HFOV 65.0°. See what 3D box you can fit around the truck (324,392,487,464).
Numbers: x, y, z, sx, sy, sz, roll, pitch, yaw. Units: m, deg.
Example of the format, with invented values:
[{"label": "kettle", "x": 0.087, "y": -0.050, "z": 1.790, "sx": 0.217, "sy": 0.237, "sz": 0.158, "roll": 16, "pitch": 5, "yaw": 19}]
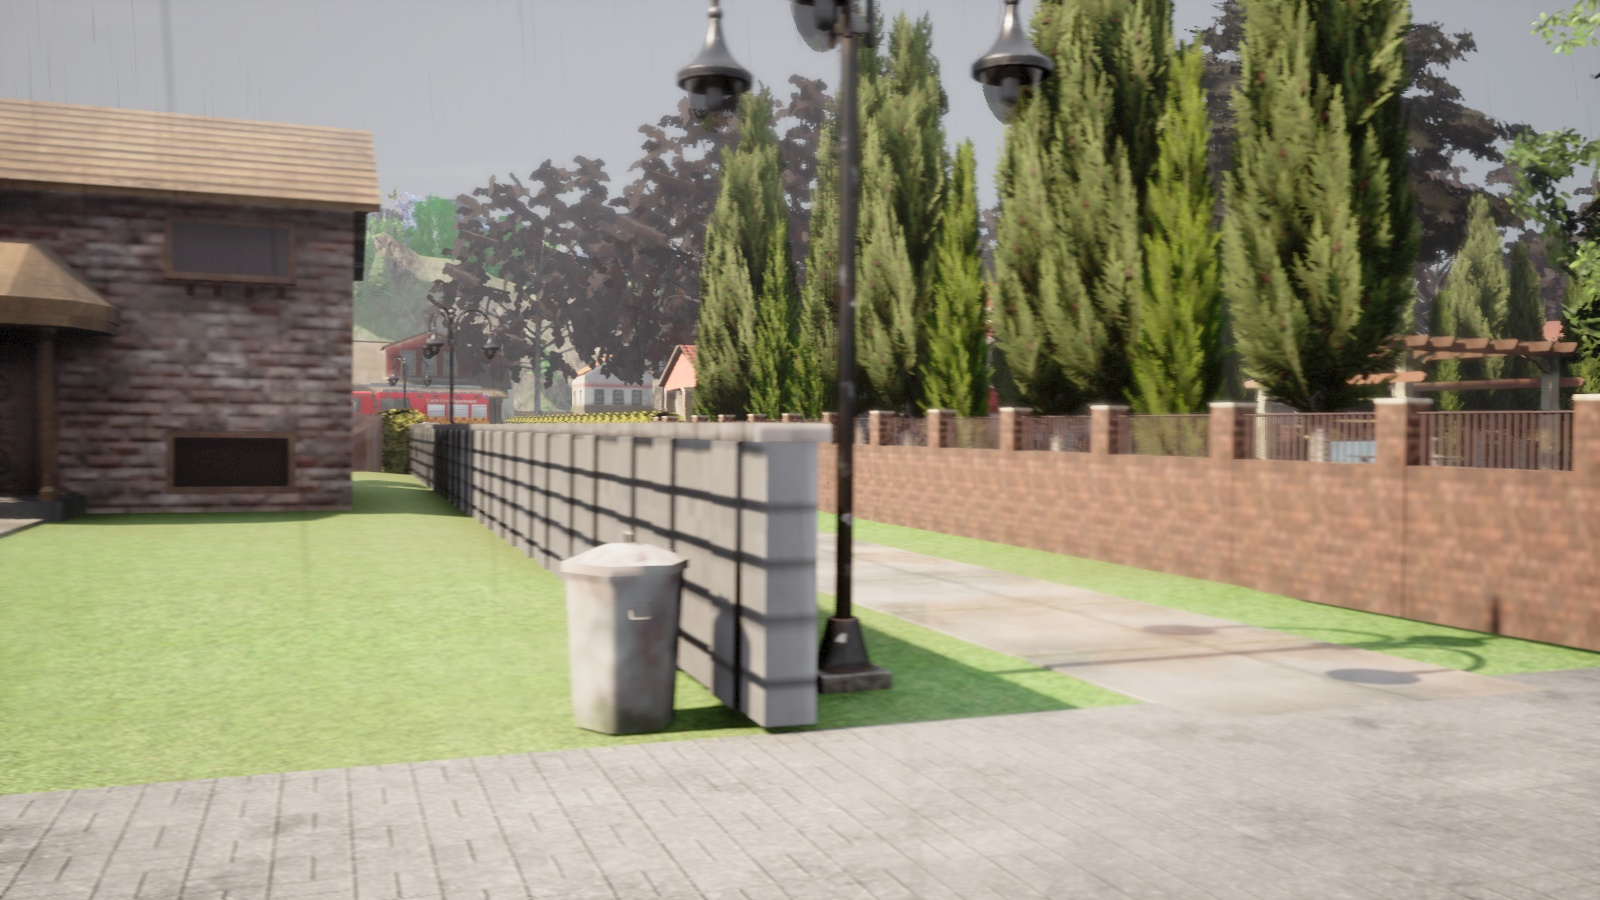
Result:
[{"label": "truck", "x": -22.064, "y": -1.271, "z": 70.221, "sx": 8.468, "sy": 3.827, "sz": 2.891, "roll": -1, "pitch": 1, "yaw": -21}]
